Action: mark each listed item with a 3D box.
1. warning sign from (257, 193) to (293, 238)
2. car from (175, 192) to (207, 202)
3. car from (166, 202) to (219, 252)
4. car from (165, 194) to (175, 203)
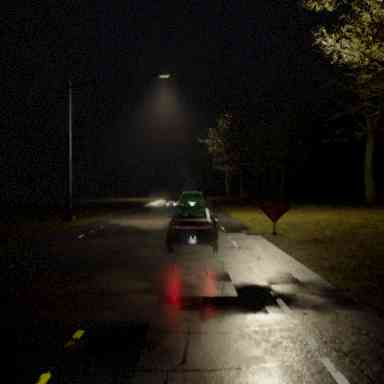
[{"bbox_3d":[3.563,0.977,14.393,1.300,1.860,1.060,0,1,0],"label":"warning sign"},{"bbox_3d":[0.038,0.976,27.052,2.150,2.045,5.566,0,1,1],"label":"car"},{"bbox_3d":[0.047,1.364,13.233,2.128,1.511,4.902,0,1,1],"label":"car"},{"bbox_3d":[-3.537,1.122,57.978,1.994,1.385,4.181,0,0,1],"label":"car"}]
